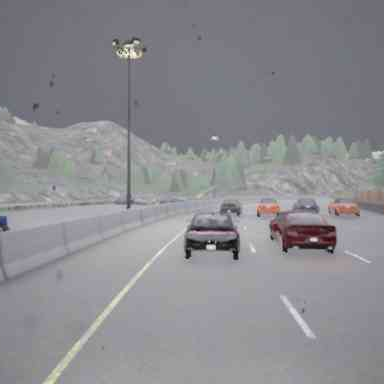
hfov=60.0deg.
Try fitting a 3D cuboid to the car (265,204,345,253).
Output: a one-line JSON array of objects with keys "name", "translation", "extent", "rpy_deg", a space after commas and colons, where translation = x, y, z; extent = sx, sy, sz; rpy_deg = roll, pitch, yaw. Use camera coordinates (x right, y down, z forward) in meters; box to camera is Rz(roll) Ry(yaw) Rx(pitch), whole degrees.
[{"name": "car", "translation": [4.416, 1.485, 13.873], "extent": [1.882, 1.535, 5.008], "rpy_deg": [0, 0, 5]}]

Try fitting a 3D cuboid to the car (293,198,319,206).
[{"name": "car", "translation": [11.007, 1.370, 32.281], "extent": [2.097, 1.767, 4.553], "rpy_deg": [0, 0, 13]}]

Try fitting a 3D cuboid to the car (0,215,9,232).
[{"name": "car", "translation": [-9.836, 1.453, 13.815], "extent": [1.882, 1.535, 5.008], "rpy_deg": [0, 0, 5]}]

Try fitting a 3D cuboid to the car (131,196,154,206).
[{"name": "car", "translation": [-7.868, 1.573, 55.696], "extent": [1.895, 1.301, 4.718], "rpy_deg": [0, 0, 19]}]

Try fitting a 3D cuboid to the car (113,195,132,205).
[{"name": "car", "translation": [-11.432, 1.316, 56.058], "extent": [2.097, 1.767, 4.553], "rpy_deg": [0, 0, 19]}]

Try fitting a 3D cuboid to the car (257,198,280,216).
[{"name": "car", "translation": [7.433, 1.362, 32.326], "extent": [2.097, 1.767, 4.553], "rpy_deg": [0, 0, 12]}]

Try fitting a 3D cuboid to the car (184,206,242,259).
[{"name": "car", "translation": [0.803, 1.491, 12.695], "extent": [2.128, 1.511, 4.902], "rpy_deg": [0, 0, 5]}]

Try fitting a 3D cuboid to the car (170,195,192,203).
[{"name": "car", "translation": [-1.341, 1.513, 53.211], "extent": [1.812, 1.442, 4.674], "rpy_deg": [0, 0, 19]}]

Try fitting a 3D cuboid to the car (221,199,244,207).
[{"name": "car", "translation": [3.921, 1.507, 32.713], "extent": [1.837, 1.490, 4.892], "rpy_deg": [0, 0, 12]}]

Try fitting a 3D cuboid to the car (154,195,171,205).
[{"name": "car", "translation": [-4.029, 1.333, 56.079], "extent": [2.097, 1.767, 4.553], "rpy_deg": [0, 0, 20]}]

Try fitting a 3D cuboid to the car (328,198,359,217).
[{"name": "car", "translation": [14.582, 1.378, 32.236], "extent": [2.097, 1.767, 4.553], "rpy_deg": [0, 0, 13]}]
